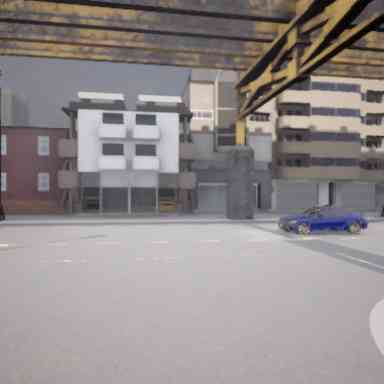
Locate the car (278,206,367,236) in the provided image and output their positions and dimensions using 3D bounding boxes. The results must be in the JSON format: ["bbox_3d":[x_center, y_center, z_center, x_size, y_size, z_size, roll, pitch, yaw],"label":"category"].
[{"bbox_3d":[6.951,1.499,17.753,4.674,1.442,1.812,0,0,-9],"label":"car"}]
